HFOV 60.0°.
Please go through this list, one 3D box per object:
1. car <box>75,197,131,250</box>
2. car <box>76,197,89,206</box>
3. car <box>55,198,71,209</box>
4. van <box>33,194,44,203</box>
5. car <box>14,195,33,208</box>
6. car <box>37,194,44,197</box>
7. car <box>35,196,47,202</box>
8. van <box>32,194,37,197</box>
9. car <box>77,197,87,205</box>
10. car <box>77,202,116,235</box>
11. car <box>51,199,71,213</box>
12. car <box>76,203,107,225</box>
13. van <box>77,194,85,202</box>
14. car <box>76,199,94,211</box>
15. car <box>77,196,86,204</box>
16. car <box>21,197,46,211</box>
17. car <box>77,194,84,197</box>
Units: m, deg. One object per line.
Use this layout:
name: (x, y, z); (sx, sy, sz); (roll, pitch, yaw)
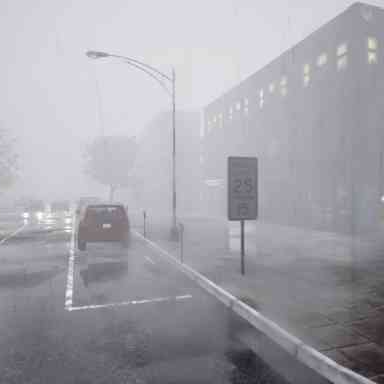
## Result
car: (-3.890, 1.321, 14.359); (2.192, 1.841, 5.009); (1, 0, -19)
car: (-18.531, 1.565, 56.217); (2.008, 1.369, 4.403); (1, 0, -19)
car: (-18.120, 1.614, 46.864); (1.895, 1.301, 4.718); (0, 0, -19)
van: (-31.924, 1.353, 69.137); (1.690, 1.788, 3.998); (1, 0, -19)
car: (-24.551, 1.538, 48.047); (1.752, 1.417, 4.829); (1, 0, -19)
car: (-30.096, 1.452, 63.905); (1.967, 1.590, 4.097); (1, 0, -19)
car: (-33.757, 1.561, 74.369); (2.008, 1.369, 4.403); (1, 0, -19)
van: (-26.435, 1.354, 53.440); (1.690, 1.788, 3.998); (1, 0, -19)
car: (-20.361, 1.596, 61.450); (1.802, 1.307, 4.206); (1, 0, -19)
car: (-5.721, 1.448, 19.591); (1.967, 1.590, 4.097); (1, 0, -19)
car: (-14.795, 1.490, 37.523); (1.882, 1.535, 5.008); (0, 0, -19)
car: (-7.552, 1.560, 24.824); (2.008, 1.369, 4.403); (1, 0, -19)
van: (-25.848, 1.354, 77.149); (1.690, 1.788, 3.998); (1, 0, -19)
car: (-13.042, 1.579, 40.521); (1.947, 1.339, 4.313); (1, 0, -19)
car: (-22.246, 1.539, 66.843); (1.752, 1.417, 4.829); (1, 0, -19)
car: (-19.006, 1.613, 40.311); (1.895, 1.301, 4.718); (0, 0, -19)
car: (-9.379, 1.326, 30.058); (2.192, 1.841, 5.009); (1, 0, -19)
